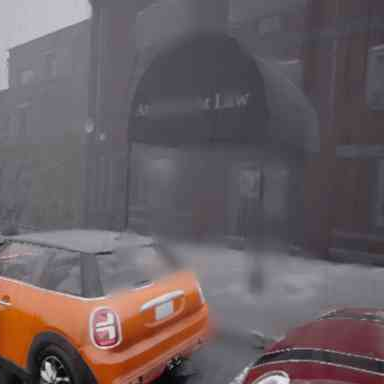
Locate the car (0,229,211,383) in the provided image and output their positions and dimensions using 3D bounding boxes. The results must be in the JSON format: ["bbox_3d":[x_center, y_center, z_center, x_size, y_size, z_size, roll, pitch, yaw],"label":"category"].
[{"bbox_3d":[-2.041,1.352,4.991,4.553,1.767,2.185,0,0,36],"label":"car"}]
